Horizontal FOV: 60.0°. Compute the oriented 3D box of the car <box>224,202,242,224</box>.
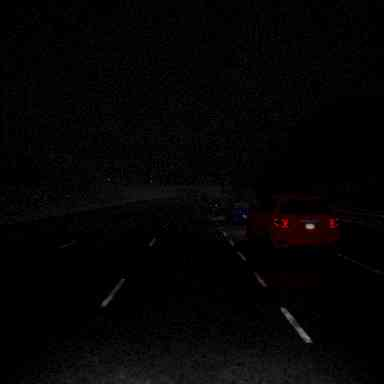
[{"bbox_3d":[3.496,1.446,24.499,1.882,1.535,5.008,0,0,0],"label":"car"}]

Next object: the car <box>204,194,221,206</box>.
[{"bbox_3d":[3.493,1.462,53.248,1.994,1.385,4.181,0,0,0],"label":"car"}]

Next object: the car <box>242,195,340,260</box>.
[{"bbox_3d":[3.498,1.114,12.532,2.150,2.045,5.566,0,0,0],"label":"car"}]

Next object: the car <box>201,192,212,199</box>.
[{"bbox_3d":[3.490,1.345,70.015,1.882,1.535,5.008,0,0,0],"label":"car"}]
